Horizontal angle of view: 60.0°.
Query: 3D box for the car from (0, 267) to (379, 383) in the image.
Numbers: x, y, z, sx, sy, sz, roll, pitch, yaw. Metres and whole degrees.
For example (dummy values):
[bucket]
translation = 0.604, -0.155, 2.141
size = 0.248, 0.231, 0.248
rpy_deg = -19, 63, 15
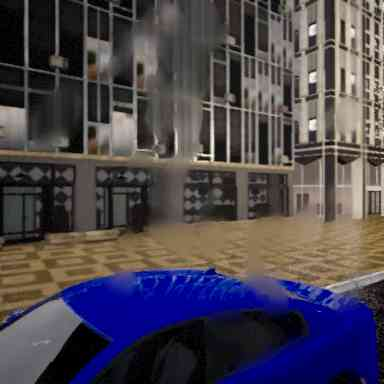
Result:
[car]
translation = -0.504, 1.475, 2.630
size = 5.008, 1.535, 1.882
rpy_deg = 0, 0, -35
